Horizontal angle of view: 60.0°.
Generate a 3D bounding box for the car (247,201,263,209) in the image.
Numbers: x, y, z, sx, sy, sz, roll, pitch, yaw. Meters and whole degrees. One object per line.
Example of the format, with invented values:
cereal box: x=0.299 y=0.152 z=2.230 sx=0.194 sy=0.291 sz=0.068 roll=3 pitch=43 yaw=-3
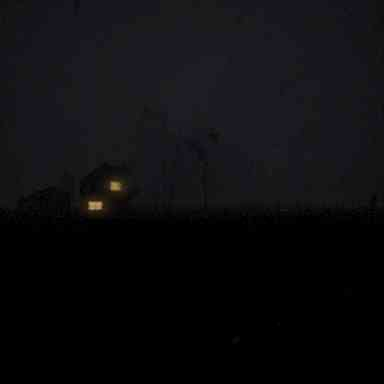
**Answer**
car: x=13.104 y=2.759 z=69.357 sx=1.837 sy=1.490 sz=4.892 roll=1 pitch=-1 yaw=-16
